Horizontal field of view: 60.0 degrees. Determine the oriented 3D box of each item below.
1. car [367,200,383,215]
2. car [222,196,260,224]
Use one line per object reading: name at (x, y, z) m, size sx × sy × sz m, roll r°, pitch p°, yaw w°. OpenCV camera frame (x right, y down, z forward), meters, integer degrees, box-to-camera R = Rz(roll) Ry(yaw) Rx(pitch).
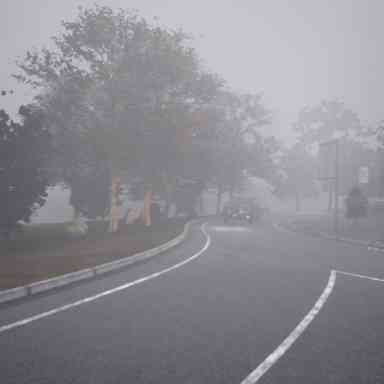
car at (21.099, 1.684, 37.496) m, size 4.553 × 1.767 × 2.097 m, roll -1°, pitch 0°, yaw 8°
car at (4.072, 1.377, 26.649) m, size 2.150 × 2.045 × 5.566 m, roll 0°, pitch -1°, yaw 21°
